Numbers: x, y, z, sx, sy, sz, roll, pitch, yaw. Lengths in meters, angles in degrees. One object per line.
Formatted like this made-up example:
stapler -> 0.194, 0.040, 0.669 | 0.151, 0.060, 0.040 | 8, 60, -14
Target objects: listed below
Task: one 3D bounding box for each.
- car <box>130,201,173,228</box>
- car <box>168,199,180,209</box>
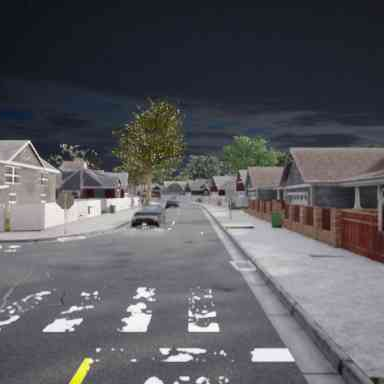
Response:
car -> -2.784, 1.601, 22.871 | 2.033, 1.411, 5.357 | 0, 0, 2
car -> -2.736, 1.657, 48.660 | 2.033, 1.411, 5.357 | 0, 0, 0
